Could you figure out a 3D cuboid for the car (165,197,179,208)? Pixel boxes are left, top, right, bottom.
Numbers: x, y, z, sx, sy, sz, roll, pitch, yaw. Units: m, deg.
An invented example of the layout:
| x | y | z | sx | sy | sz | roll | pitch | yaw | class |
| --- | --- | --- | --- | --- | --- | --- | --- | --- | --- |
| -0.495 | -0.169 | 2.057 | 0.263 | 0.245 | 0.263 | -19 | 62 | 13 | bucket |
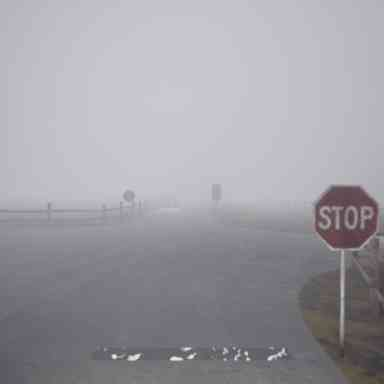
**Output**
| x | y | z | sx | sy | sz | roll | pitch | yaw | class |
| --- | --- | --- | --- | --- | --- | --- | --- | --- | --- |
| -2.775 | 1.427 | 47.097 | 2.128 | 1.511 | 4.902 | 0 | 0 | 0 | car |
